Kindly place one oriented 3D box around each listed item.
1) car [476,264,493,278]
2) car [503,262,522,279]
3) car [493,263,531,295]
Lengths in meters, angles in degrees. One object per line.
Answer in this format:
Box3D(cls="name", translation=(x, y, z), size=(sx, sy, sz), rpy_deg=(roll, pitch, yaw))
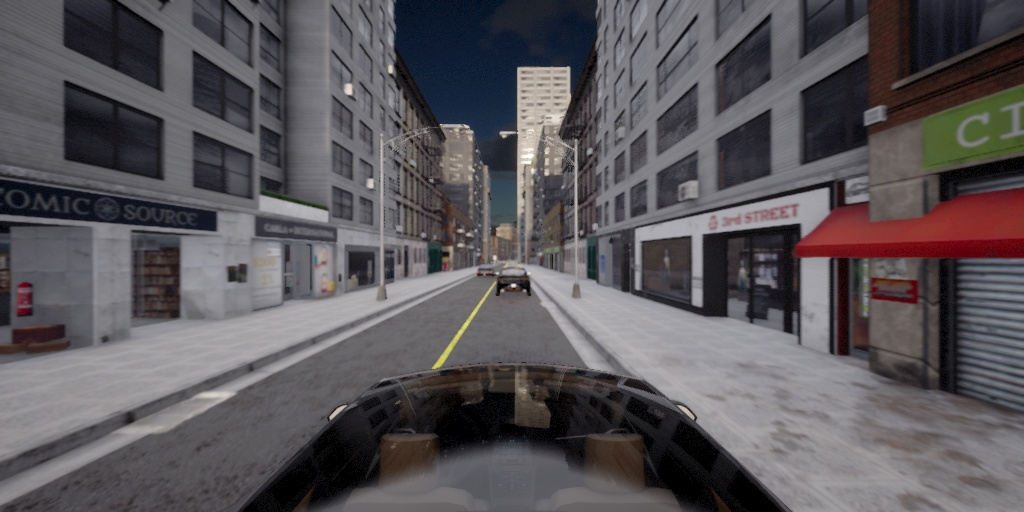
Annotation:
Box3D(cls="car", translation=(-2.773, 1.565, 39.030), size=(2.033, 1.411, 5.357), rpy_deg=(0, 0, 0))
Box3D(cls="car", translation=(0.072, 1.481, 37.976), size=(1.882, 1.535, 5.008), rpy_deg=(0, 0, 0))
Box3D(cls="car", translation=(0.085, 1.357, 20.848), size=(1.882, 1.535, 5.008), rpy_deg=(0, 0, 0))
